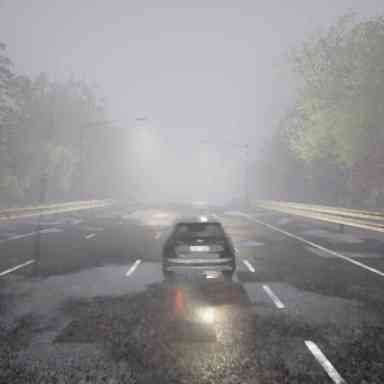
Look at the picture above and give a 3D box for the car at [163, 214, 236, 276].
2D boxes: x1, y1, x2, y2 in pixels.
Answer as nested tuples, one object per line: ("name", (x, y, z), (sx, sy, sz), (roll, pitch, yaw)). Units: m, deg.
("car", (0.141, 1.476, 10.405), (2.033, 1.649, 4.856), (0, 0, -1))
